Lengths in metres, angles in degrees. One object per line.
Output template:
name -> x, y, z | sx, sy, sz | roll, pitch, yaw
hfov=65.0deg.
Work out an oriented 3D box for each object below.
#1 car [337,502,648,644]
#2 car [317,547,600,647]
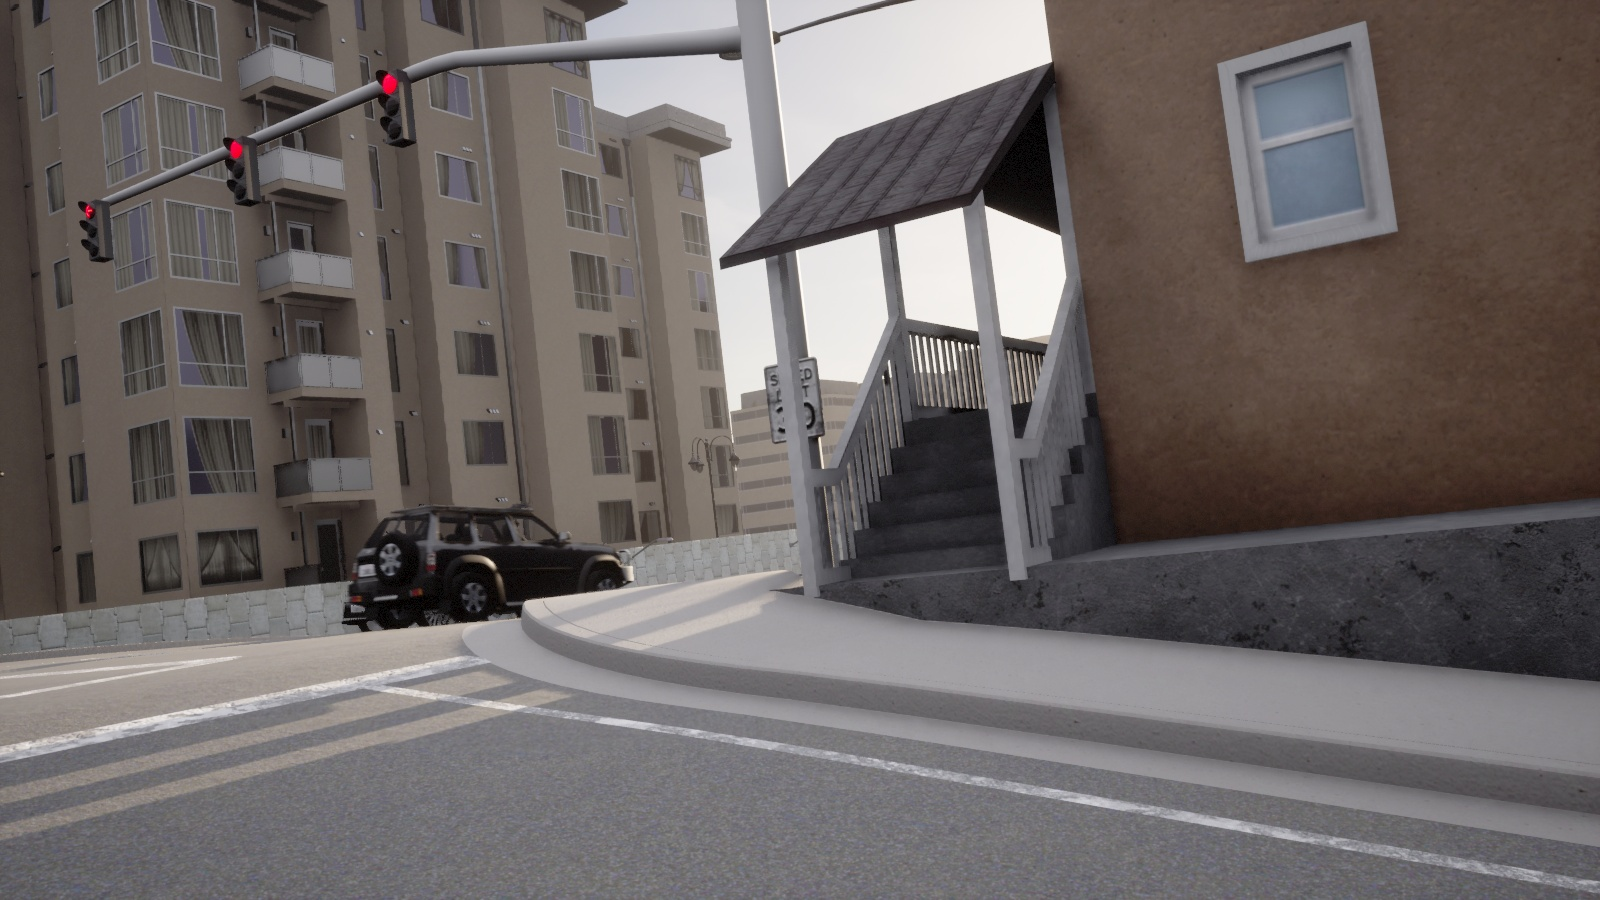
car -> -4.726, 1.920, 19.927 | 1.932, 1.855, 4.605 | -10, -9, 33
car -> -6.310, 2.718, 23.755 | 2.128, 1.511, 4.902 | -10, -9, 33
